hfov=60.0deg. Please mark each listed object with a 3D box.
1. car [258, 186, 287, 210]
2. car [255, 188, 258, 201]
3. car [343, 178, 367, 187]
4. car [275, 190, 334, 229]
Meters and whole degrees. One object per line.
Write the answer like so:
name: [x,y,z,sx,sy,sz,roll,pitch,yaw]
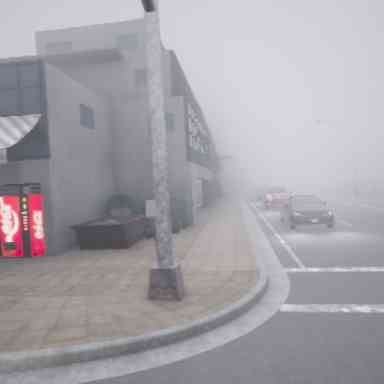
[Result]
car: [6.638,0.343,26.057,2.097,1.767,4.553,-3,2,7]
car: [7.931,0.125,36.244,1.882,1.535,5.008,-3,2,7]
car: [28.148,-1.599,57.331,3.633,1.501,1.845,-3,2,7]
car: [5.413,0.848,16.226,1.812,1.442,4.674,-3,2,7]
